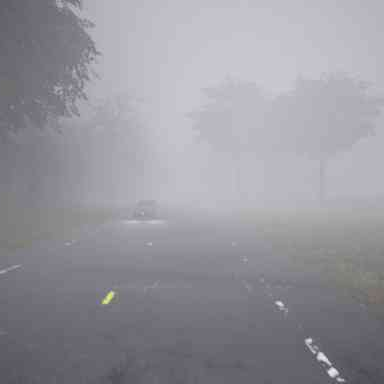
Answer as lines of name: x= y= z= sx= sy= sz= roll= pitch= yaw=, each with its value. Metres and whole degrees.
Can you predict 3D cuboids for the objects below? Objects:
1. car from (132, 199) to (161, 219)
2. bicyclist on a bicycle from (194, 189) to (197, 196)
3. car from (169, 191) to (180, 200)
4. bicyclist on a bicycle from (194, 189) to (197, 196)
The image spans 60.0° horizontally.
car: x=-3.607 y=1.329 z=27.034 sx=1.837 sy=1.490 sz=4.892 roll=0 pitch=1 yaw=0
bicyclist on a bicycle: x=0.936 y=0.166 z=89.117 sx=0.659 sy=1.776 sz=1.843 roll=0 pitch=1 yaw=0
car: x=-3.525 y=0.596 z=67.476 sx=2.097 sy=1.767 sz=4.553 roll=0 pitch=1 yaw=0
bicyclist on a bicycle: x=0.935 y=0.427 z=80.123 sx=0.866 sy=1.612 sz=1.509 roll=0 pitch=1 yaw=0
